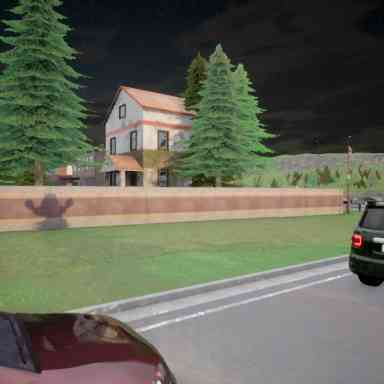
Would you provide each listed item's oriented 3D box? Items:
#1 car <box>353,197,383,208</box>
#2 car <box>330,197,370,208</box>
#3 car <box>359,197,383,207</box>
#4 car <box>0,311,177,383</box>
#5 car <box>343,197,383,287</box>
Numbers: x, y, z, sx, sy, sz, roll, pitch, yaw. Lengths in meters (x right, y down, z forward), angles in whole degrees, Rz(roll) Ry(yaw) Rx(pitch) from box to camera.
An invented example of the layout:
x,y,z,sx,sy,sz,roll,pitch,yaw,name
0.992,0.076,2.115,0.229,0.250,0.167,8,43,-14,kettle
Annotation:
x,y,z,sx,sy,sz,roll,pitch,yaw,name
26.669,1.501,49.071,1.837,1.490,4.892,0,0,-36,car
22.891,1.488,48.314,2.128,1.511,4.902,0,0,-36,car
28.773,1.560,52.131,1.994,1.385,4.181,0,0,-37,car
-2.138,1.564,2.339,4.181,1.385,1.994,0,0,-34,car
6.094,1.221,8.116,5.566,2.045,2.150,0,0,-35,car
